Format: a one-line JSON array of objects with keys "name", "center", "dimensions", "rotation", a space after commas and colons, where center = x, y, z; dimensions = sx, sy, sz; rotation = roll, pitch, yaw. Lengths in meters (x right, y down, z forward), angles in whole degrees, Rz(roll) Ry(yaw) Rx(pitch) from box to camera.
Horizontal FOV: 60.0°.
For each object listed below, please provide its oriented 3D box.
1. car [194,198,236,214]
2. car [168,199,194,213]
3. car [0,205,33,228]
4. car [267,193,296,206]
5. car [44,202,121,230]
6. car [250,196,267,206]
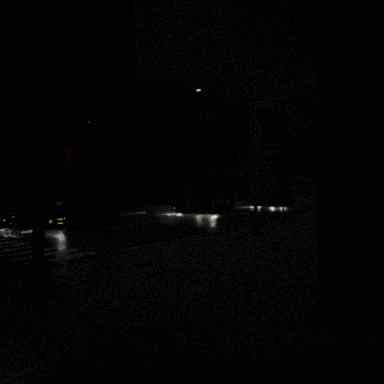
[{"name": "car", "center": [2.680, 1.353, 34.254], "dimensions": [1.882, 1.535, 5.008], "rotation": [0, 0, 35]}, {"name": "car", "center": [-0.640, 1.451, 35.186], "dimensions": [1.994, 1.385, 4.181], "rotation": [0, 0, 35]}, {"name": "car", "center": [-10.171, 1.519, 21.725], "dimensions": [1.994, 1.385, 4.181], "rotation": [0, 0, 35]}, {"name": "car", "center": [13.725, 1.111, 49.694], "dimensions": [2.150, 2.045, 5.566], "rotation": [0, 0, 35]}, {"name": "car", "center": [-6.690, 1.448, 21.015], "dimensions": [1.837, 1.490, 4.892], "rotation": [0, 0, 35]}, {"name": "car", "center": [10.562, 1.297, 50.867], "dimensions": [2.128, 1.511, 4.902], "rotation": [0, 0, 36]}]
